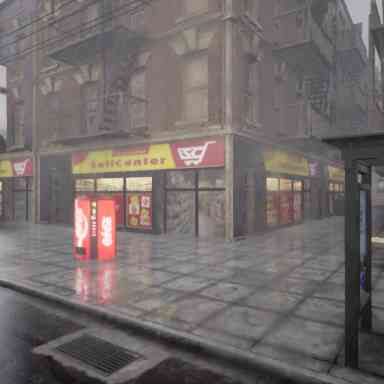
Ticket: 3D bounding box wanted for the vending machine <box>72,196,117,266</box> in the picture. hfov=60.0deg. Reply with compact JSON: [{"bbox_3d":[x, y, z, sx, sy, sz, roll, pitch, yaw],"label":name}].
[{"bbox_3d":[-3.141,1.195,10.808,0.880,2.100,1.100,0,0,34],"label":"vending machine"}]
